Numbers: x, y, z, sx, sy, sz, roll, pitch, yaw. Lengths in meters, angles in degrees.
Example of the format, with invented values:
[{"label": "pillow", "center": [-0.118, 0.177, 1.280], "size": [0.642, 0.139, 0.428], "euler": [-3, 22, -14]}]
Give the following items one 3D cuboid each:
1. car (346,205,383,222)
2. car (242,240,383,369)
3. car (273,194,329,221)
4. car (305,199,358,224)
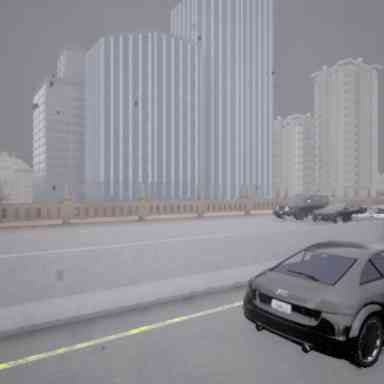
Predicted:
[{"label": "car", "center": [12.026, 1.602, 20.825], "size": [4.718, 1.301, 1.895], "euler": [0, 0, -34]}, {"label": "car", "center": [2.885, 1.564, 5.797], "size": [4.181, 1.385, 1.994], "euler": [0, 0, -35]}, {"label": "car", "center": [9.200, 1.223, 27.358], "size": [5.566, 2.045, 2.150], "euler": [0, 0, -34]}, {"label": "car", "center": [10.826, 1.479, 24.233], "size": [5.008, 1.535, 1.882], "euler": [0, 0, -34]}]
